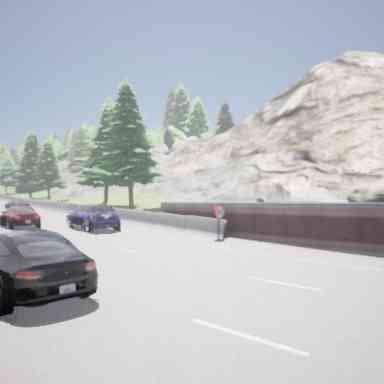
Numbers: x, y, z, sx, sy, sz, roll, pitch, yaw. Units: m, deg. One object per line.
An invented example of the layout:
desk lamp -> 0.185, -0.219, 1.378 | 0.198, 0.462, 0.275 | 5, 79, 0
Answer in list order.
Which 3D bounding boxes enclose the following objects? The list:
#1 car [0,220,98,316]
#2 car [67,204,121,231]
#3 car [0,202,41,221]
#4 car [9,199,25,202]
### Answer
car -> -3.886, 1.618, 7.738 | 1.812, 1.442, 4.674 | 1, -1, -44
car -> -6.454, 1.553, 21.592 | 2.097, 1.767, 4.553 | 1, 0, -39
car -> -11.536, 1.671, 22.312 | 1.812, 1.442, 4.674 | 1, -1, -39
car -> -20.681, 1.583, 39.324 | 2.033, 1.411, 5.357 | 1, 0, -39
